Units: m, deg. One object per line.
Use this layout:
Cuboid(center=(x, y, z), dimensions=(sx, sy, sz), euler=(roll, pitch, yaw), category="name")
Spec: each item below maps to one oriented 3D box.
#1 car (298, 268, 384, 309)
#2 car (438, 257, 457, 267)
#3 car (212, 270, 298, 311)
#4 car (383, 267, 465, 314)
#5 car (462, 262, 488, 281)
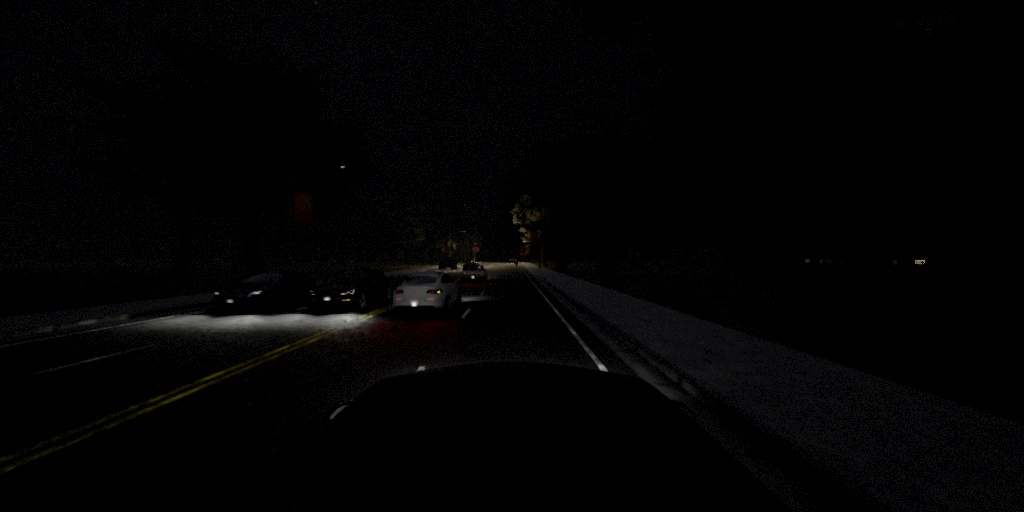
Cuboid(center=(-6.600, 1.292, 15.220), dimensions=(1.837, 1.490, 4.892), euler=(0, 0, 0), category="car")
Cuboid(center=(-9.810, 1.135, 54.989), dimensions=(2.150, 2.045, 5.566), euler=(0, 0, 1), category="car")
Cuboid(center=(-9.849, 1.311, 14.846), dimensions=(1.812, 1.442, 4.674), euler=(0, 0, 0), category="car")
Cuboid(center=(-3.149, 1.309, 13.856), dimensions=(1.812, 1.442, 4.674), euler=(0, 0, 0), category="car")
Cuboid(center=(-3.156, 1.433, 31.113), dimensions=(1.895, 1.301, 4.718), euler=(0, 0, 0), category="car")
